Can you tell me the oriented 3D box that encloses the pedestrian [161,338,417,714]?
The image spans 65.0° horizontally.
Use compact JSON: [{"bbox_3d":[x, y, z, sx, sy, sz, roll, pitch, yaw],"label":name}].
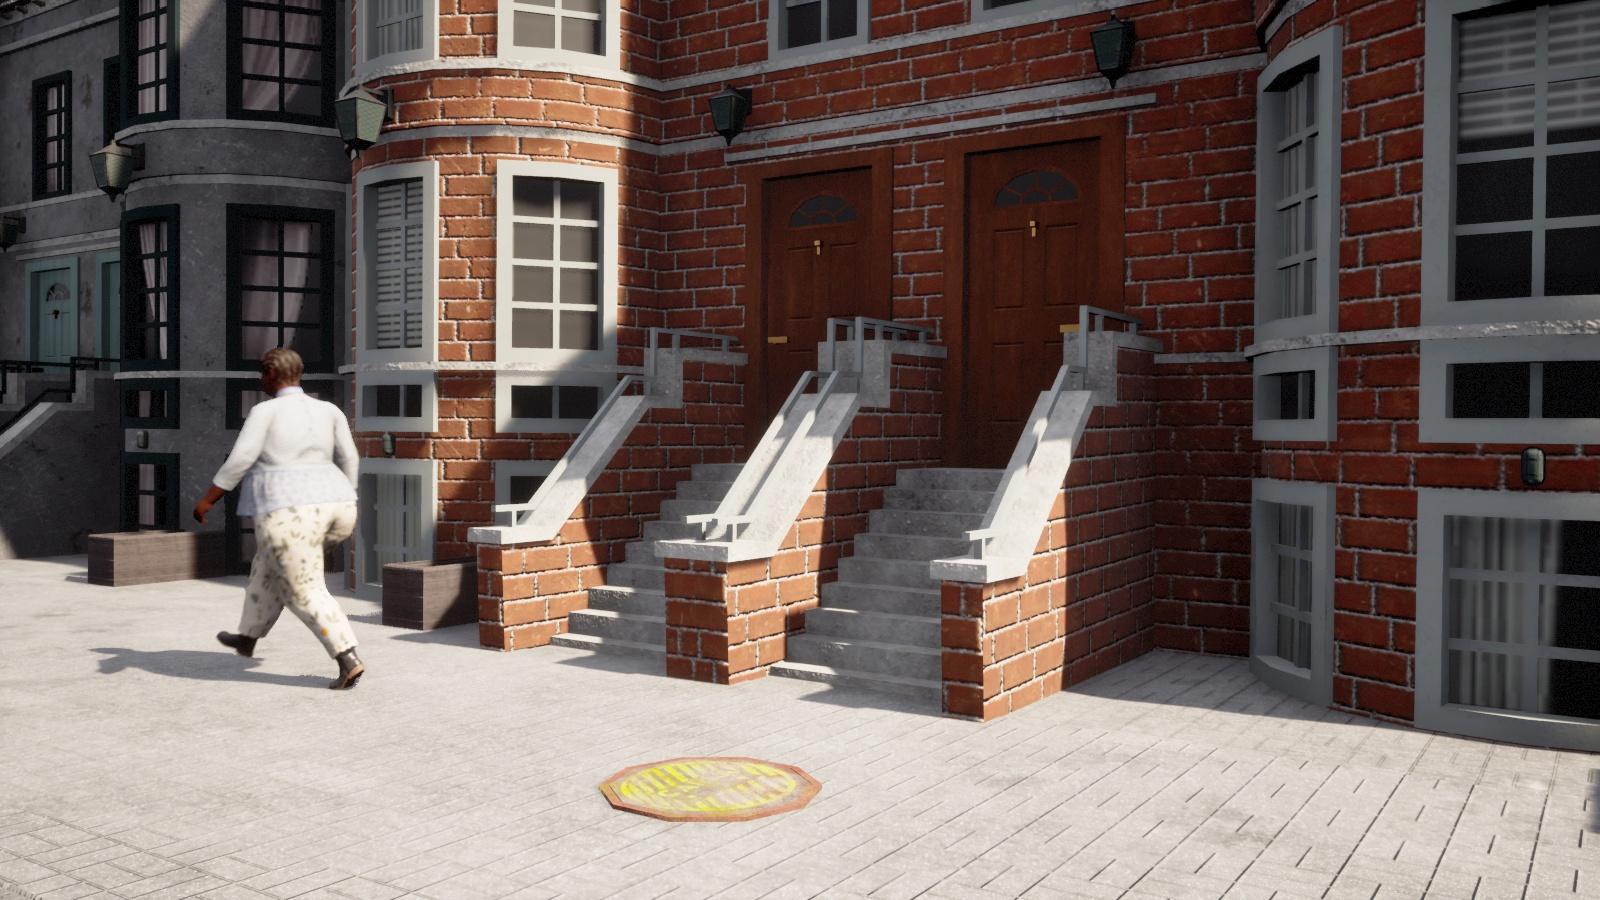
[{"bbox_3d":[-2.734,0.372,6.781,0.900,1.855,0.874,0,1,24],"label":"pedestrian"}]
